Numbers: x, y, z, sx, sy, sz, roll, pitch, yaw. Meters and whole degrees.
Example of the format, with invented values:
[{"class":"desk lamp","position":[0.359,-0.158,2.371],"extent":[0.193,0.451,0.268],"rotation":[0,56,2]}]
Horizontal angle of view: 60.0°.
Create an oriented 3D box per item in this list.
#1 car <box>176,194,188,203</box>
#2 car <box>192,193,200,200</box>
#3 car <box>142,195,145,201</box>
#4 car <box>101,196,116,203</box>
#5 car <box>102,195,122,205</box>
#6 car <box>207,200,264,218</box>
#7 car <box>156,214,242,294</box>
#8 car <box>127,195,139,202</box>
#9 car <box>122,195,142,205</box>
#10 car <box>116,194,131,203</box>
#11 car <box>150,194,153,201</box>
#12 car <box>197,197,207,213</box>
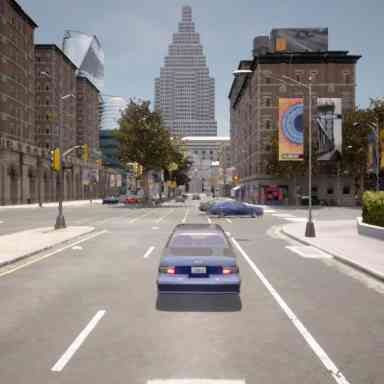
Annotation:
[{"class":"car","position":[-2.578,1.542,72.001],"extent":[2.033,1.411,5.357],"rotation":[0,0,1]},{"class":"car","position":[1.121,1.350,89.984],"extent":[2.097,1.767,4.553],"rotation":[0,0,1]},{"class":"car","position":[-10.638,1.500,69.623],"extent":[1.837,1.490,4.892],"rotation":[0,0,1]},{"class":"car","position":[-17.385,1.595,69.799],"extent":[1.895,1.301,4.718],"rotation":[0,0,1]},{"class":"car","position":[-14.349,1.601,58.646],"extent":[1.895,1.301,4.718],"rotation":[0,0,1]},{"class":"car","position":[3.881,1.525,29.113],"extent":[4.674,1.442,1.812],"rotation":[0,0,0]},{"class":"car","position":[0.172,1.547,8.905],"extent":[2.033,1.411,5.357],"rotation":[0,0,1]},{"class":"car","position":[-14.021,1.478,78.851],"extent":[1.882,1.535,5.008],"rotation":[0,0,1]},{"class":"car","position":[-10.830,1.478,59.827],"extent":[1.882,1.535,5.008],"rotation":[0,0,1]},{"class":"car","position":[-14.149,1.355,68.752],"extent":[2.097,1.767,4.553],"rotation":[0,0,1]},{"class":"car","position":[-10.511,1.355,79.611],"extent":[2.097,1.767,4.553],"rotation":[0,0,1]},{"class":"car","position":[3.103,1.491,32.618],"extent":[4.902,1.511,2.128],"rotation":[0,0,0]}]
